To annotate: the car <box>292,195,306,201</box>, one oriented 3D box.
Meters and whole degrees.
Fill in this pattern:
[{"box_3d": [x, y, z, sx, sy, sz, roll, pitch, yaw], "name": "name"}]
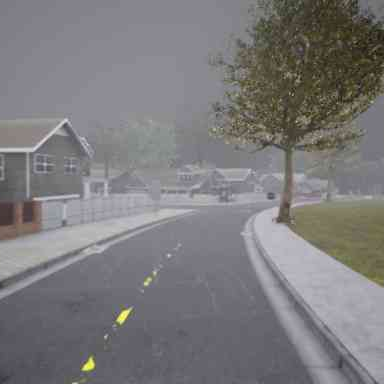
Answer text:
[{"box_3d": [25.930, 1.407, 80.337, 1.895, 1.301, 4.718, 2, 2, 38], "name": "car"}]
